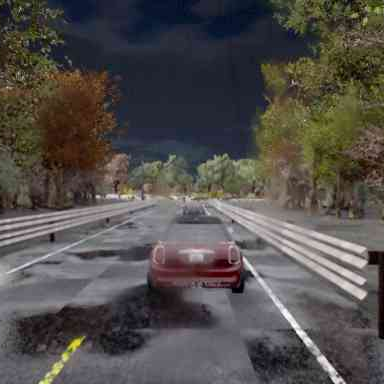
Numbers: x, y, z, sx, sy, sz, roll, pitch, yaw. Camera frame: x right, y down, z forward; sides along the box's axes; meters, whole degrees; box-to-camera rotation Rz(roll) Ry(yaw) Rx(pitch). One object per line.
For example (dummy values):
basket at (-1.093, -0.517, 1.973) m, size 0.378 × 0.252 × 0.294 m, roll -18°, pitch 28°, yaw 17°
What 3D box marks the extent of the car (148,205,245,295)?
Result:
car at (0.109, 1.398, 9.045) m, size 2.097 × 1.767 × 4.553 m, roll 0°, pitch 0°, yaw 0°
